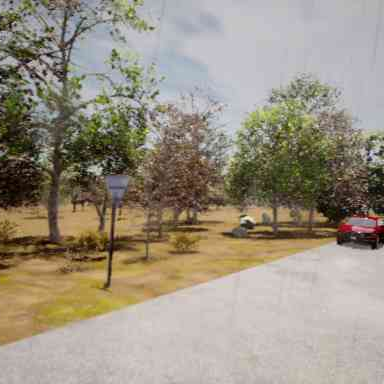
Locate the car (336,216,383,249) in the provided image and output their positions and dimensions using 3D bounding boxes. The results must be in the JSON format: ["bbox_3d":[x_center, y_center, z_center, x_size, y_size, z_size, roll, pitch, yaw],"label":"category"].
[{"bbox_3d":[9.420,2.076,18.252,1.882,1.535,5.008,3,0,37],"label":"car"}]
